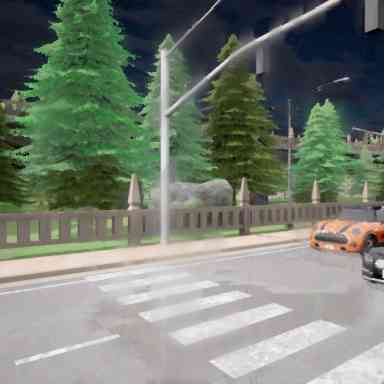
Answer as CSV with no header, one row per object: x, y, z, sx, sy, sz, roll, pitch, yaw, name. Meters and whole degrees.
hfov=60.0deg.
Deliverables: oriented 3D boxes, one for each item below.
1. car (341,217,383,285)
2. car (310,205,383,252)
6.199,1.491,8.409,4.902,1.511,2.128,0,0,-35,car
6.671,1.352,13.044,4.553,1.767,2.097,0,0,-35,car
